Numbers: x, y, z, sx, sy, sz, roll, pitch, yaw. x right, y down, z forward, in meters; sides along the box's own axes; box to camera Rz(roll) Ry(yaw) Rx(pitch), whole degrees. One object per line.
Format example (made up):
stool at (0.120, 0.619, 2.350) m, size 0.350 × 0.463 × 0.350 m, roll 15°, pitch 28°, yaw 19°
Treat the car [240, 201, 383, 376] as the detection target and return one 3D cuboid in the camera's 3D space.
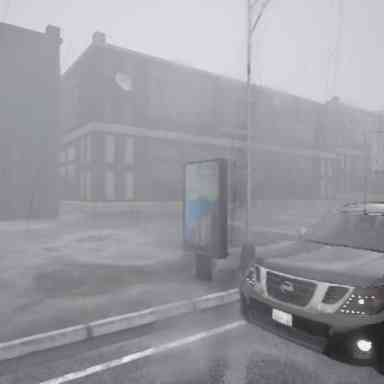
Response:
car at (3.378, 1.215, 5.789) m, size 5.566 × 2.045 × 2.150 m, roll 0°, pitch 0°, yaw -36°
